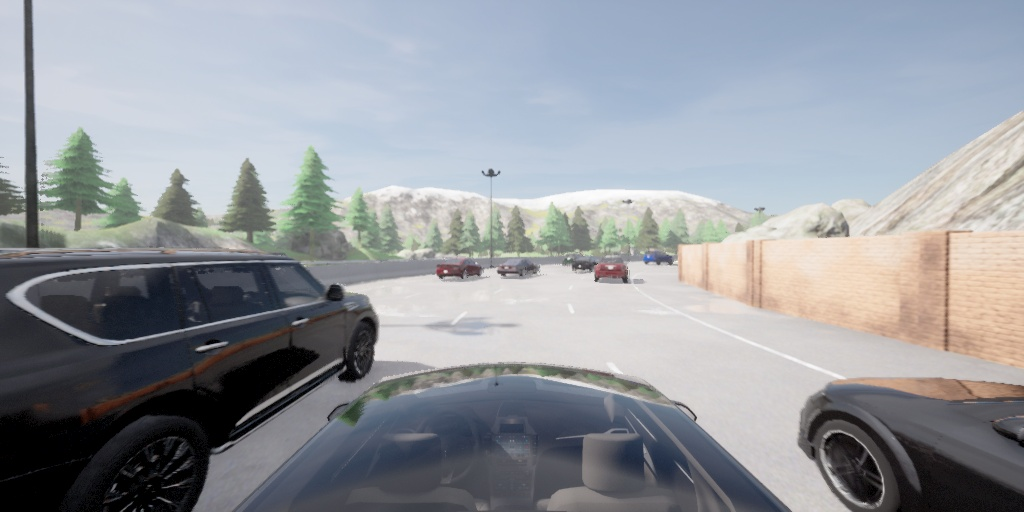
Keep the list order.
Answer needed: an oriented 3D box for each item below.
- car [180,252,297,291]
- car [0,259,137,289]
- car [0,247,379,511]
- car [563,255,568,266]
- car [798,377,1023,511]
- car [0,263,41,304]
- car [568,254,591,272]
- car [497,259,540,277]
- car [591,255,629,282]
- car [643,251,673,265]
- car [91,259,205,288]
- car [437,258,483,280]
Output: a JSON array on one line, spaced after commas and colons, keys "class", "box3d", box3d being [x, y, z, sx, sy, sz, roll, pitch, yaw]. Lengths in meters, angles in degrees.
[{"class": "car", "box3d": [-16.059, 0.781, 21.577, 2.150, 2.045, 5.566, 0, 1, 11]}, {"class": "car", "box3d": [-26.649, 0.970, 21.865, 2.128, 1.511, 4.902, 0, 1, 10]}, {"class": "car", "box3d": [-3.391, 0.942, 3.873, 2.150, 2.045, 5.566, 0, 1, 0]}, {"class": "car", "box3d": [8.938, 0.449, 50.023, 2.097, 1.767, 4.553, 1, 1, 37]}, {"class": "car", "box3d": [3.604, 1.316, 1.529, 1.994, 1.385, 4.181, 0, 1, 0]}, {"class": "car", "box3d": [-20.668, 1.082, 12.448, 1.882, 1.535, 5.008, 0, 1, 4]}, {"class": "car", "box3d": [7.503, 0.768, 35.679, 1.882, 1.535, 5.008, 0, 1, 28]}, {"class": "car", "box3d": [0.626, 0.924, 29.302, 2.033, 1.411, 5.357, 0, 1, 24]}, {"class": "car", "box3d": [7.074, 0.784, 25.175, 2.097, 1.767, 4.553, 1, 1, 19]}, {"class": "car", "box3d": [21.846, 0.264, 53.626, 5.566, 2.045, 2.150, 0, 0, -39]}, {"class": "car", "box3d": [-22.926, 1.023, 22.938, 1.837, 1.490, 4.892, 0, 1, 11]}, {"class": "car", "box3d": [-3.773, 0.889, 26.733, 1.882, 1.535, 5.008, 0, 0, 17]}]
